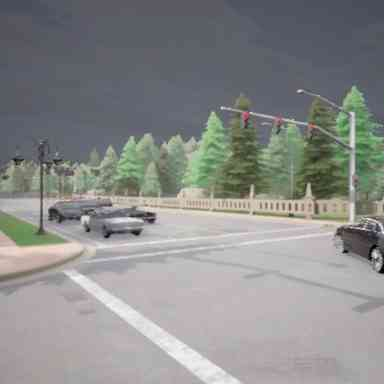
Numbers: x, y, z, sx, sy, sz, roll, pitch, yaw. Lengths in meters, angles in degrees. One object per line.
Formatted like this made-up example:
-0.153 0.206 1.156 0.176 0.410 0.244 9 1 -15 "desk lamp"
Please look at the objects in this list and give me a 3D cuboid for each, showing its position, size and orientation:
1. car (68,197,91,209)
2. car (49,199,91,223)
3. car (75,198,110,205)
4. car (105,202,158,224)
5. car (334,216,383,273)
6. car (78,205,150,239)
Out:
-16.016 1.534 47.289 1.812 1.442 4.674 0 0 -35 "car"
-9.630 1.507 25.485 1.837 1.490 4.892 0 0 -34 "car"
-10.161 1.555 32.427 2.033 1.411 5.357 0 0 -34 "car"
-4.331 1.612 23.976 1.895 1.301 4.718 0 0 -35 "car"
6.165 1.512 10.625 2.128 1.511 4.902 1 0 4 "car"
-4.325 1.607 17.826 1.895 1.301 4.718 0 0 -35 "car"
